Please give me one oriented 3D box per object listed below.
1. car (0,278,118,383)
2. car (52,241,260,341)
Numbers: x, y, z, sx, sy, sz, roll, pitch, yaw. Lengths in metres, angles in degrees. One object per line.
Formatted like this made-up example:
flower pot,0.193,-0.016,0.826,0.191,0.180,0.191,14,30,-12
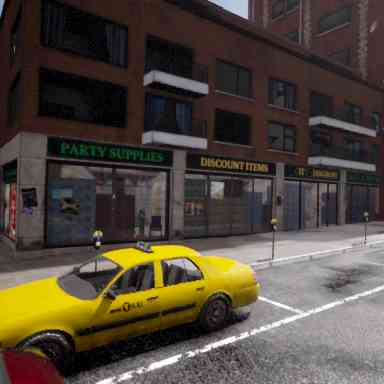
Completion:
car,-2.535,1.563,1.262,4.181,1.385,1.994,0,0,-35
car,-1.025,1.527,5.341,4.829,1.417,1.752,0,2,-35
